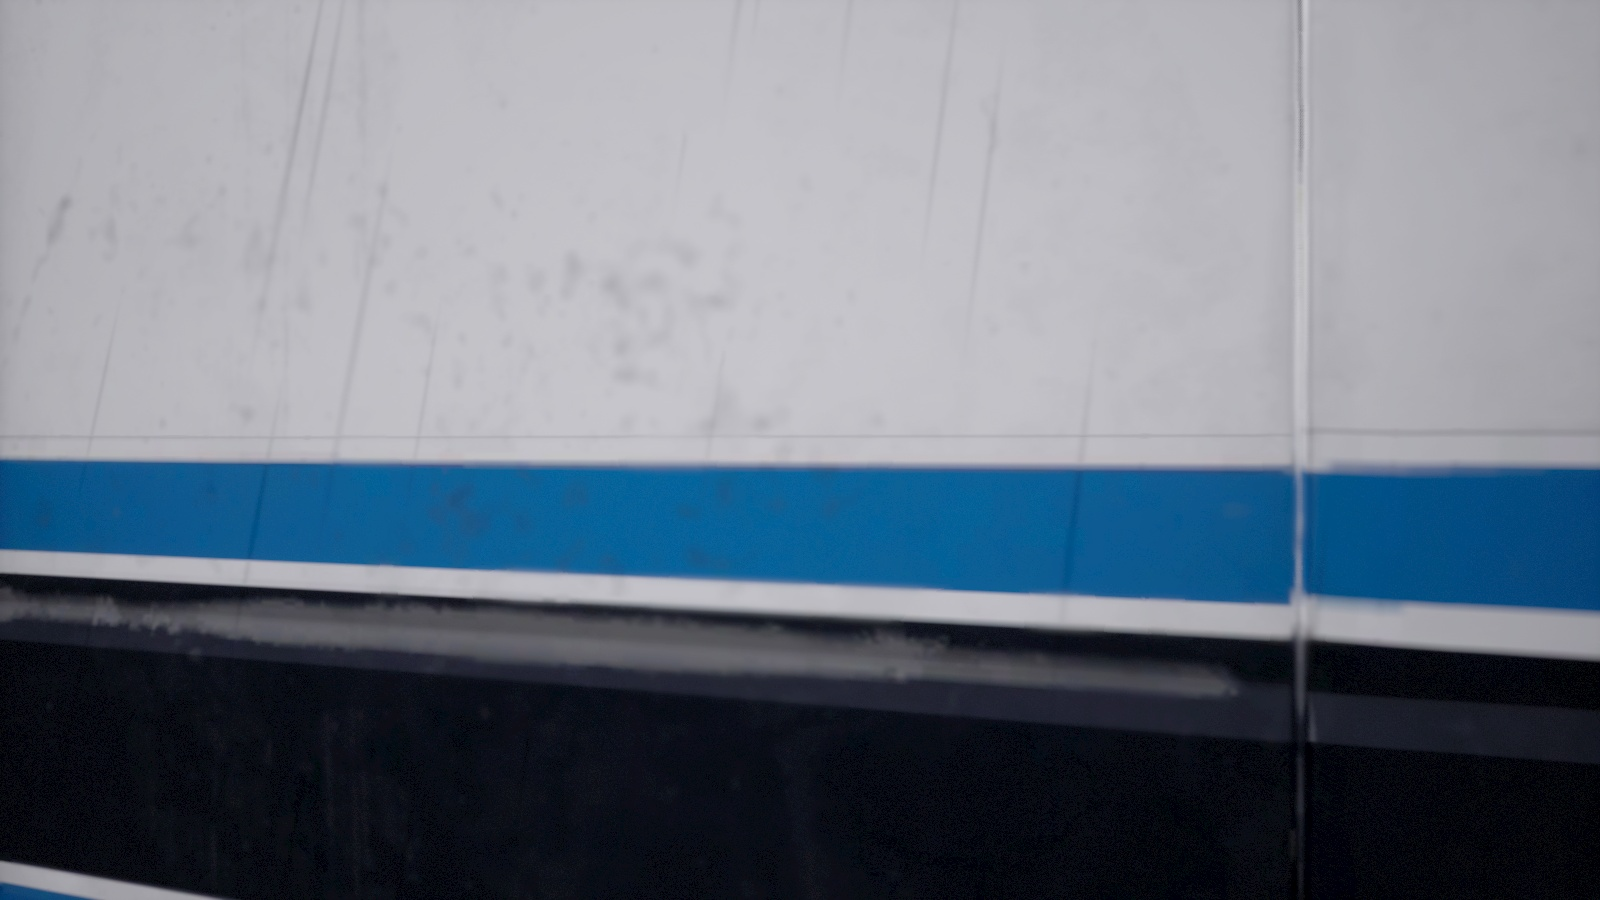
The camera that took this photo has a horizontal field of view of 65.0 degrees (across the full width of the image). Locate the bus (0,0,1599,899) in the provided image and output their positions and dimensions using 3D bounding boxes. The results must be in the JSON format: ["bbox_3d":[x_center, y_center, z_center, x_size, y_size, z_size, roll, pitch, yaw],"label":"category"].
[{"bbox_3d":[0.316,-0.594,3.001,10.273,4.253,3.944,1,1,21],"label":"bus"}]
